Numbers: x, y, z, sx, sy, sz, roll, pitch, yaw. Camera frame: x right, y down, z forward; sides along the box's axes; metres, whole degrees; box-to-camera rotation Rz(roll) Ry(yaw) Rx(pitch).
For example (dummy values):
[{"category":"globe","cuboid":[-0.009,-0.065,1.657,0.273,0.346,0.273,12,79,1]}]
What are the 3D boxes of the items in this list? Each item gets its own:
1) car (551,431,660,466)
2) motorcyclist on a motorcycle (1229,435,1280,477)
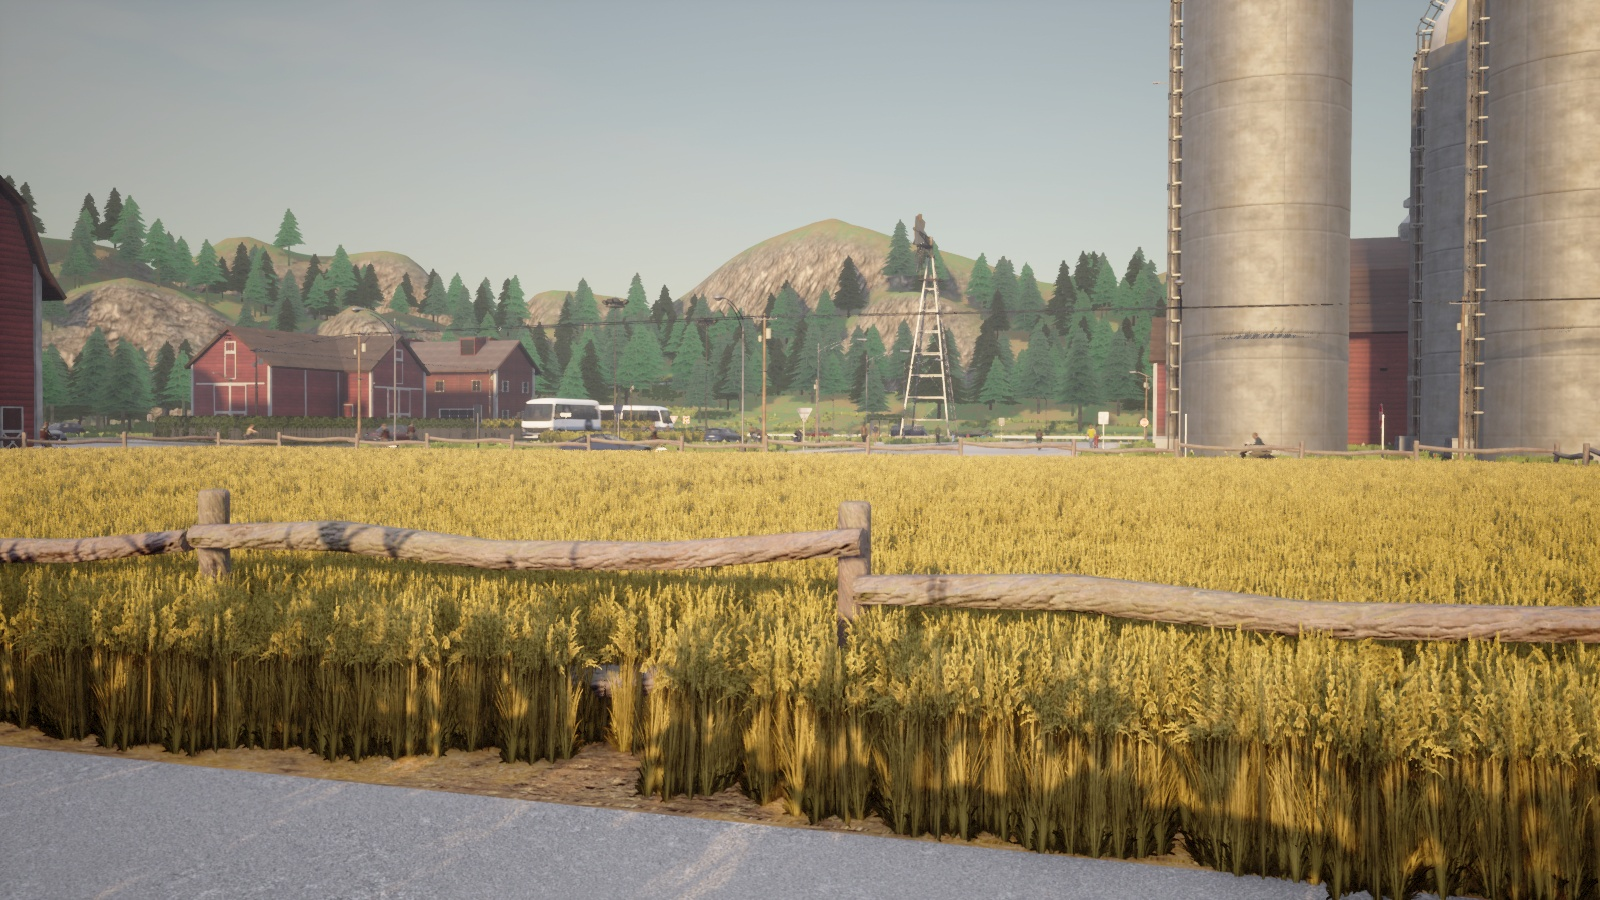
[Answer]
[{"category":"car","cuboid":[-8.353,-0.077,54.005,4.181,1.385,1.994,1,1,18]},{"category":"motorcyclist on a motorcycle","cuboid":[17.740,0.234,49.095,1.817,1.590,0.866,1,1,19]}]
